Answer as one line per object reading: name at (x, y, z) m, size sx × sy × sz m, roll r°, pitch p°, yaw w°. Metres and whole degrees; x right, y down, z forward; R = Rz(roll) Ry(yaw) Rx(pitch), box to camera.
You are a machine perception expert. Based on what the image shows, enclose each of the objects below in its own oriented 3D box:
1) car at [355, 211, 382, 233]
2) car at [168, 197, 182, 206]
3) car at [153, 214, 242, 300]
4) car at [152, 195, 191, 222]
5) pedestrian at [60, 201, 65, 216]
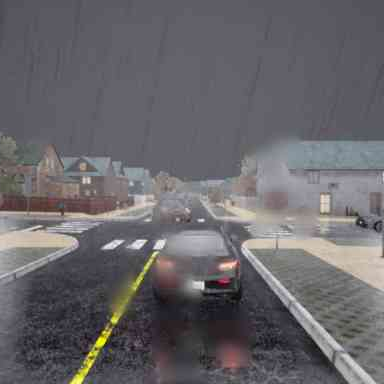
car at (12.887, 1.824, 21.419) m, size 4.181 × 1.385 × 1.994 m, roll 1°, pitch 1°, yaw 1°
car at (-2.672, 1.542, 53.509) m, size 1.994 × 1.385 × 4.181 m, roll 0°, pitch 0°, yaw 1°
car at (0.175, 1.523, 8.303) m, size 1.812 × 1.442 × 4.674 m, roll 0°, pitch 0°, yaw 2°
car at (-1.607, 1.295, 24.563) m, size 2.097 × 1.767 × 4.553 m, roll 1°, pitch -1°, yaw -17°
pedestrian at (-9.620, 1.241, 24.741) m, size 0.500 × 1.100 × 0.500 m, roll 0°, pitch 0°, yaw 1°
